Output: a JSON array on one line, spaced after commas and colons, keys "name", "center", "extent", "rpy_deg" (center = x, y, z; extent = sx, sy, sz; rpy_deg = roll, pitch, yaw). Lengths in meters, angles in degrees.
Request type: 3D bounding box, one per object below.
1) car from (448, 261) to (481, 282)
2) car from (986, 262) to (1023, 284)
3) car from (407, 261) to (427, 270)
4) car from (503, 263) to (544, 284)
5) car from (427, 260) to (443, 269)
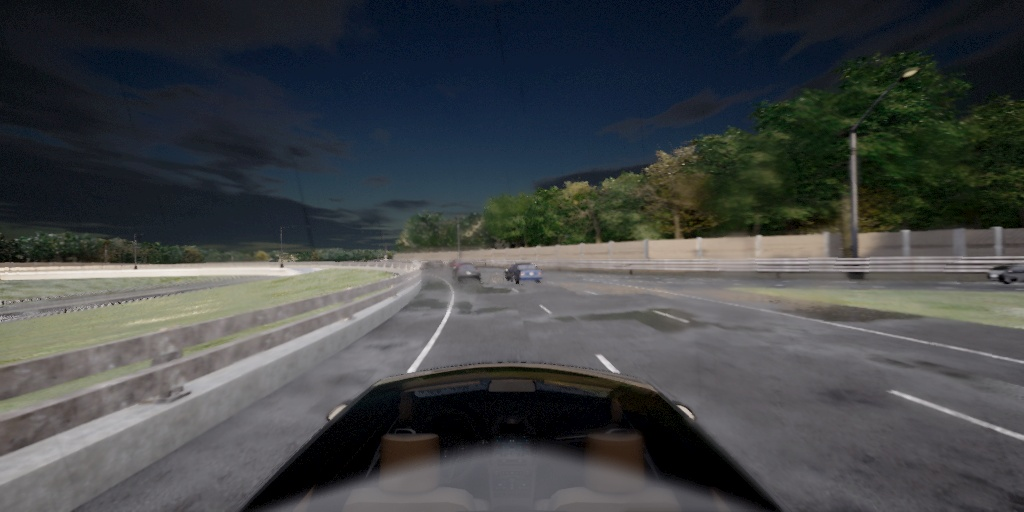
[{"name": "car", "center": [-3.874, 1.335, 29.991], "extent": [1.994, 1.385, 4.181], "rpy_deg": [-1, 0, -16]}, {"name": "car", "center": [26.490, 0.693, 17.165], "extent": [4.902, 1.511, 2.128], "rpy_deg": [-1, 0, 20]}, {"name": "car", "center": [-15.374, 1.470, 56.303], "extent": [1.812, 1.442, 4.674], "rpy_deg": [-1, 0, -32]}, {"name": "car", "center": [0.736, 1.235, 26.207], "extent": [2.033, 1.411, 5.357], "rpy_deg": [-1, 0, -13]}, {"name": "car", "center": [-12.798, 1.382, 58.660], "extent": [2.128, 1.511, 4.902], "rpy_deg": [-1, 0, -32]}]
